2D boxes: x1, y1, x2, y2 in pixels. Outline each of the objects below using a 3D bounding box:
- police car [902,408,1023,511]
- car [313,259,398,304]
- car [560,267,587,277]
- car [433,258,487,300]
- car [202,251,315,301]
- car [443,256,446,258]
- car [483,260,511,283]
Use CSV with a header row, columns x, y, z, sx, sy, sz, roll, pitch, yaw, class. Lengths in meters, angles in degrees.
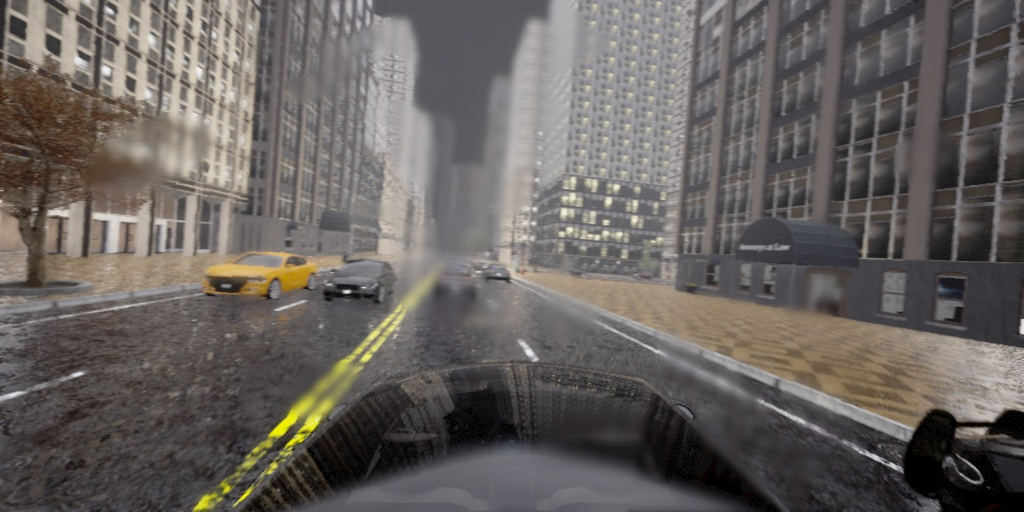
x,y,z,sx,sy,sz,roll,pitch,yaw,class
4.347,1.507,0.679,1.930,1.638,5.238,4,0,-9,police car
-5.599,0.866,13.773,1.837,1.490,4.892,4,0,-9,car
9.914,2.575,57.718,4.403,1.370,2.007,0,0,-10,car
-2.620,1.097,16.858,2.128,1.511,4.902,4,0,-9,car
-8.753,0.590,12.989,1.882,1.535,5.008,4,0,-9,car
-5.812,1.000,36.458,1.994,1.385,4.181,4,0,-9,car
-1.282,1.321,28.631,1.994,1.385,4.181,4,0,-9,car
